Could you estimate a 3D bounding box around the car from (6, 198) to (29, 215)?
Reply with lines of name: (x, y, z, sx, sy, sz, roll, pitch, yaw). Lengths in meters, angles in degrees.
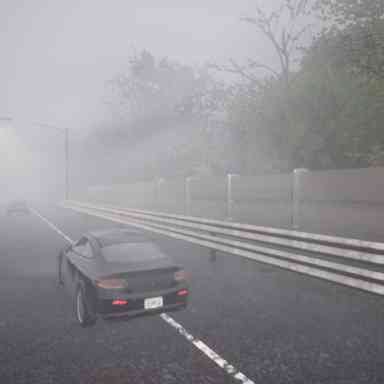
car: (-17.284, 1.529, 33.148, 2.033, 1.411, 5.357, 0, 0, -28)

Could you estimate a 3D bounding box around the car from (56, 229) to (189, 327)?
car: (-1.691, 1.523, 7.089, 1.812, 1.442, 4.674, 0, 0, -29)

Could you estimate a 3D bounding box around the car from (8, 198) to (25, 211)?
car: (-22.373, 1.507, 42.287, 1.812, 1.442, 4.674, 0, 0, -28)
